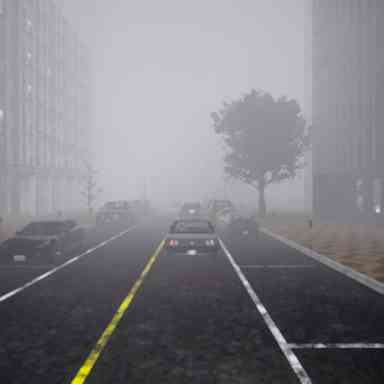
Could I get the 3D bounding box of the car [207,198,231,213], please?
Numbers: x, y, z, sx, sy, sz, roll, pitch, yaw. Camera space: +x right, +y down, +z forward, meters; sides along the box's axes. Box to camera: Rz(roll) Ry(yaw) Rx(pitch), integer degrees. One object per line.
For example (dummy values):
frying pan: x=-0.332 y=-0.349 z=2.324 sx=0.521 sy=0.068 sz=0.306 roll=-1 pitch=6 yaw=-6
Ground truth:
car: x=2.552 y=1.598 z=29.420 sx=2.192 sy=1.841 sz=5.009 roll=-1 pitch=-1 yaw=0

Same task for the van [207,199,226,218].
van: x=2.553 y=1.678 z=35.068 sx=1.690 sy=1.788 sz=3.998 roll=-1 pitch=-1 yaw=0

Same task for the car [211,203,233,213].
car: x=2.555 y=1.756 z=23.939 sx=1.752 sy=1.417 sz=4.829 roll=-1 pitch=-1 yaw=0

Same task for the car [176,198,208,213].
car: x=0.018 y=1.624 z=28.409 sx=2.097 sy=1.767 sz=4.553 roll=0 pitch=-1 yaw=0

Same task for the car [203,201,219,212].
car: x=2.557 y=2.010 z=46.363 sx=1.947 sy=1.339 sz=4.313 roll=-1 pitch=-1 yaw=0

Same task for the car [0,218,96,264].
car: x=-5.325 y=1.687 z=12.440 sx=1.947 sy=1.339 sz=4.313 roll=-1 pitch=-1 yaw=0

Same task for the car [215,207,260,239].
car: x=2.555 y=1.726 z=18.121 sx=2.008 sy=1.369 sz=4.403 roll=-1 pitch=-1 yaw=0

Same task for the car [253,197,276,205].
car: x=16.567 y=2.004 z=75.799 sx=5.009 sy=1.841 sz=2.192 roll=0 pitch=0 yaw=0

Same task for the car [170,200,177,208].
car: x=-2.767 y=2.116 z=57.638 sx=1.994 sy=1.385 sz=4.181 roll=0 pitch=-1 yaw=0

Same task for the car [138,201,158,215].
car: x=-5.324 y=1.914 z=40.513 sx=1.752 sy=1.417 sz=4.829 roll=-1 pitch=-1 yaw=0

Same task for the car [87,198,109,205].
car: x=-21.444 y=2.183 z=75.716 sx=4.403 sy=1.369 sz=2.008 roll=0 pitch=0 yaw=0

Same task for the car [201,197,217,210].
car: x=2.554 y=1.813 z=52.014 sx=2.192 sy=1.841 sz=5.009 roll=-1 pitch=-1 yaw=0

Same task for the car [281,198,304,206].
car: x=20.185 y=2.318 z=67.669 sx=4.206 sy=1.307 sz=1.802 roll=0 pitch=0 yaw=0

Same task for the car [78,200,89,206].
car: x=-21.256 y=2.200 z=67.577 sx=4.829 sy=1.417 sz=1.752 roll=0 pitch=0 yaw=0

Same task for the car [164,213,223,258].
car: x=0.014 y=1.729 z=13.236 sx=1.895 sy=1.301 sz=4.718 roll=0 pitch=-1 yaw=0

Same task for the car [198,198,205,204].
car: x=2.527 y=2.436 z=89.943 sx=1.802 sy=1.307 sz=4.206 roll=-1 pitch=-1 yaw=0

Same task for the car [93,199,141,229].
car: x=-5.328 y=1.544 z=23.740 sx=2.192 sy=1.841 sz=5.009 roll=-1 pitch=-1 yaw=0

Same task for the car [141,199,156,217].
car: x=-5.327 y=1.651 z=35.037 sx=2.192 sy=1.841 sz=5.009 roll=-1 pitch=-1 yaw=0
